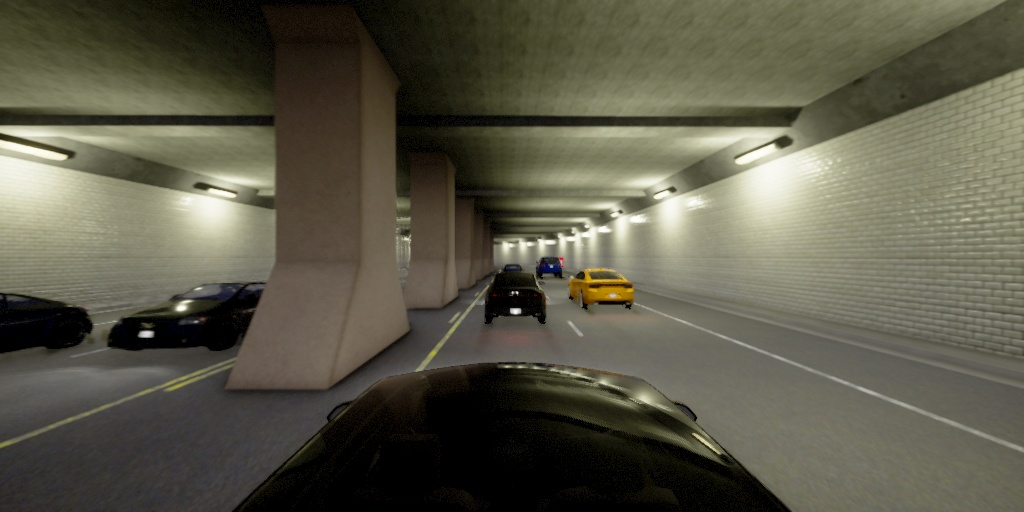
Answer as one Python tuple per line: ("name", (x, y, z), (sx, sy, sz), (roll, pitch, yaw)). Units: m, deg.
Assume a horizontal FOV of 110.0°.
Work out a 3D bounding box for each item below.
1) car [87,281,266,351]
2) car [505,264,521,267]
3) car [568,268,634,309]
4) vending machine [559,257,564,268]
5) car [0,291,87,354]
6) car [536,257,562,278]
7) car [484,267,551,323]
("car", (-7.100, 1.336, 8.957), (1.994, 1.385, 4.181), (0, 0, 0))
("car", (0.100, 1.386, 30.588), (2.033, 1.411, 5.357), (0, 0, 0))
("car", (3.600, 1.269, 15.254), (1.882, 1.535, 5.008), (0, 0, 0))
("vending machine", (8.591, 1.133, 62.858), (1.100, 2.100, 0.880), (0, 0, -7))
("car", (-10.599, 1.328, 6.438), (1.994, 1.385, 4.181), (0, 0, 0))
("car", (3.601, 1.074, 35.334), (2.150, 2.045, 5.566), (0, 0, 0))
("car", (0.100, 1.287, 12.328), (1.837, 1.490, 4.892), (0, 0, 0))
